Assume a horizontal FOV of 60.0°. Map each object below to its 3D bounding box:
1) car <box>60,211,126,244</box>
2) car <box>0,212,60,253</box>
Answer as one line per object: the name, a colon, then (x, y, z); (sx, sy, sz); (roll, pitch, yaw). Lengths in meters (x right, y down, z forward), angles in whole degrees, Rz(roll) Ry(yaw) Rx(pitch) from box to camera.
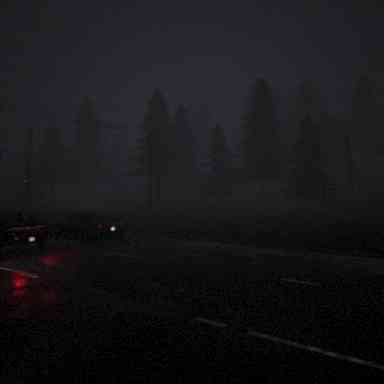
car: (-5.237, 1.651, 16.318); (4.181, 1.385, 1.994); (0, 0, 35)
car: (-8.045, 1.585, 14.025); (4.902, 1.511, 2.128); (0, 0, 36)
